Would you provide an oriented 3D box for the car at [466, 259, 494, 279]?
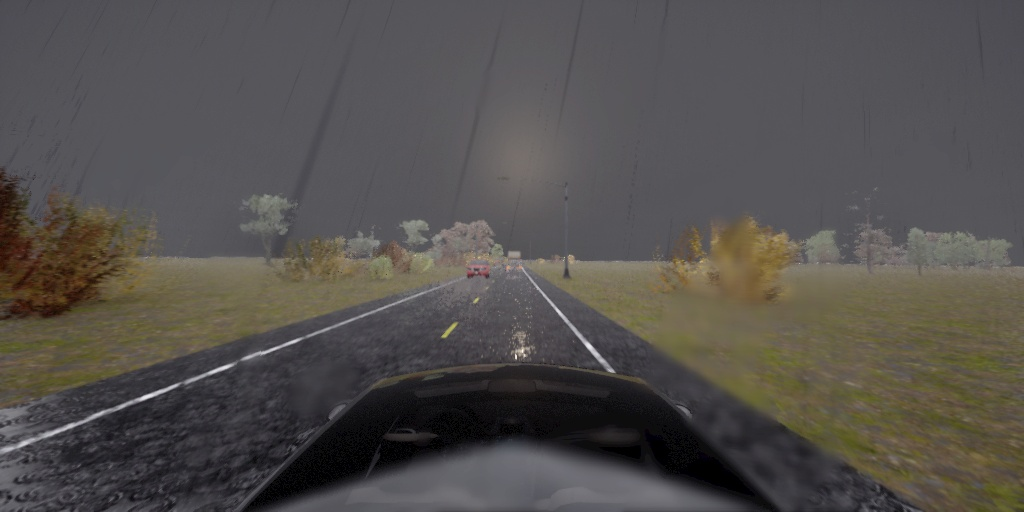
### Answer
[{"bbox_3d":[-3.455,1.310,37.908,2.150,2.045,5.566,0,-1,1],"label":"car"}]

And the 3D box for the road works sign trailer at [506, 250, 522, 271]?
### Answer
[{"bbox_3d":[0.406,0.802,63.813,2.380,3.560,2.880,0,0,0],"label":"road works sign trailer"}]
